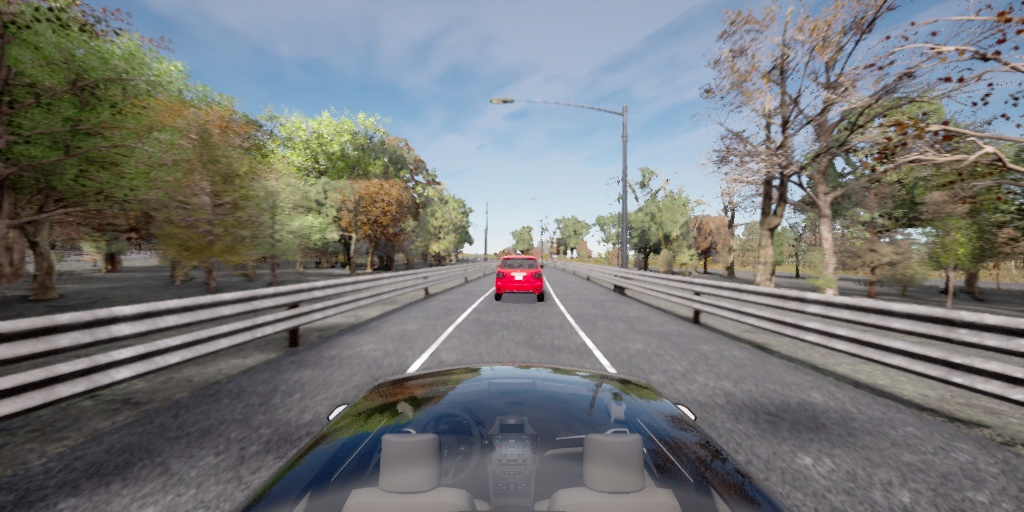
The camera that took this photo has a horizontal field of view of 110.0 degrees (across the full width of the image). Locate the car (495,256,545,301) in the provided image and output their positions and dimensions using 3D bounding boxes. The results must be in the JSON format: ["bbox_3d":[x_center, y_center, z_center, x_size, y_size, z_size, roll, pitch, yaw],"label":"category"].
[{"bbox_3d":[0.422,1.005,17.719,2.150,2.045,5.566,0,0,3],"label":"car"}]
